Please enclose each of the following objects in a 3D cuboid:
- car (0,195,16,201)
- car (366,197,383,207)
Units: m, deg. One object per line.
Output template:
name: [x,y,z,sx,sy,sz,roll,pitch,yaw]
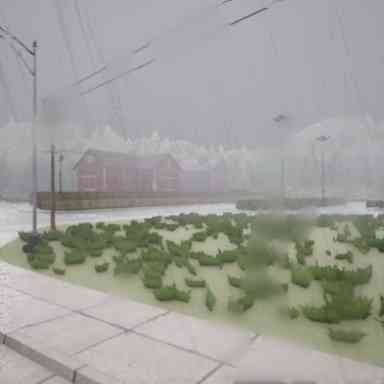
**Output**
car: [-40.506,1.419,74.389,2.128,1.511,4.902,0,0,36]
car: [25.052,1.482,45.454,1.882,1.535,5.008,0,0,35]
